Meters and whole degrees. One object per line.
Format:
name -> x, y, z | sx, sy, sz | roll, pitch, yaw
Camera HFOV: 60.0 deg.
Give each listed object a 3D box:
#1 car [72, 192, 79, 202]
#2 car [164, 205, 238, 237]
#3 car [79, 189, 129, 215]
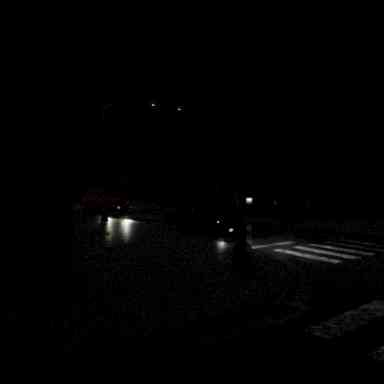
car -> -17.182, 0.712, 47.125 | 2.033, 1.411, 5.357 | 0, 1, -35
car -> 0.510, 1.376, 16.865 | 1.895, 1.301, 4.718 | 0, 1, -35
car -> -7.278, 0.775, 27.925 | 2.150, 2.045, 5.566 | 0, 2, -36
